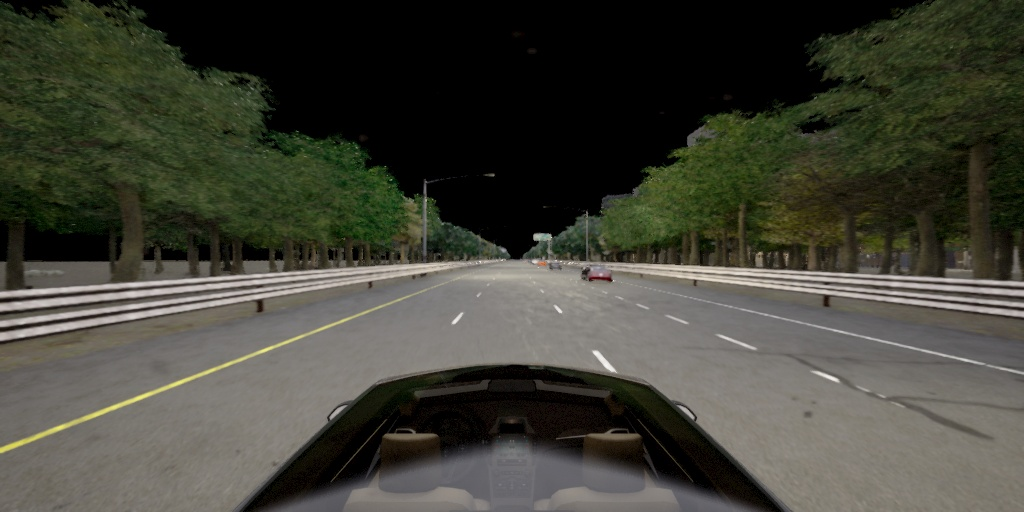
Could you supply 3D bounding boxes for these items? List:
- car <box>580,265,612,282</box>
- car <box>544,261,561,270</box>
[{"bbox_3d":[7.036,1.447,30.337,1.994,1.385,4.181,0,0,0],"label":"car"},{"bbox_3d":[7.170,1.605,60.333,2.128,1.511,4.902,0,0,0],"label":"car"}]
